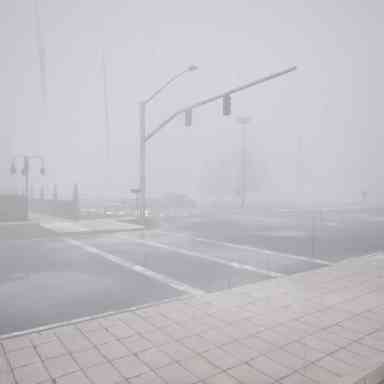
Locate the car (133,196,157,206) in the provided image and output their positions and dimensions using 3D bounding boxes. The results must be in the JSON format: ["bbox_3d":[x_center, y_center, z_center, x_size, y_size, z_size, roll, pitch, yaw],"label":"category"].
[{"bbox_3d":[-7.748,1.507,54.261,1.837,1.490,4.892,0,0,-36],"label":"car"}]

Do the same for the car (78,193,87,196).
[{"bbox_3d":[-19.724,1.223,58.837,2.150,2.045,5.566,0,0,-36],"label":"car"}]

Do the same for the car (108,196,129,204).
[{"bbox_3d":[-13.915,1.550,62.772,2.033,1.411,5.357,0,0,-36],"label":"car"}]

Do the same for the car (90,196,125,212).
[{"bbox_3d":[-10.104,1.527,39.678,1.812,1.442,4.674,0,0,-36],"label":"car"}]

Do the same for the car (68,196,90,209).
[{"bbox_3d":[-15.513,1.602,47.081,1.895,1.301,4.718,0,0,-36],"label":"car"}]

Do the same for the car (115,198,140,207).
[{"bbox_3d":[-9.997,1.603,51.398,1.895,1.301,4.718,0,0,-36],"label":"car"}]

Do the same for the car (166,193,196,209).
[{"bbox_3d":[-1.760,1.224,46.054,2.150,2.045,5.566,0,0,-36],"label":"car"}]

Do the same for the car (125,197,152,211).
[{"bbox_3d":[-7.524,1.549,42.076,2.033,1.411,5.357,0,0,-36],"label":"car"}]

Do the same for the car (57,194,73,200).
[{"bbox_3d":[-21.624,1.506,55.489,1.837,1.490,4.892,0,0,-36],"label":"car"}]

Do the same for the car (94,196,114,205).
[{"bbox_3d":[-15.845,1.507,59.455,1.837,1.490,4.892,0,0,-36],"label":"car"}]

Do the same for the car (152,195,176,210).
[{"bbox_3d":[-4.579,1.507,43.976,1.837,1.490,4.892,0,0,-36],"label":"car"}]

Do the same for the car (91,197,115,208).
[{"bbox_3d":[-13.433,1.507,50.172,1.837,1.490,4.892,0,0,-36],"label":"car"}]
